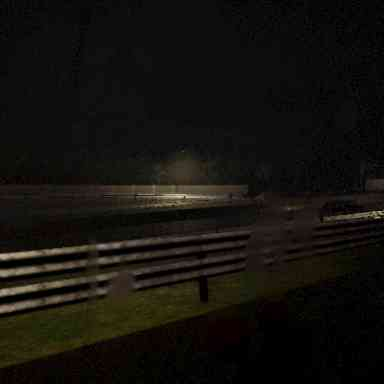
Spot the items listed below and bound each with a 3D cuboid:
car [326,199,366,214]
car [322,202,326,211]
[{"bbox_3d":[19.773,1.721,41.984,4.553,1.767,2.097,-3,2,-27],"label":"car"},{"bbox_3d":[20.338,1.759,46.194,4.892,1.490,1.837,-3,2,-27],"label":"car"}]
